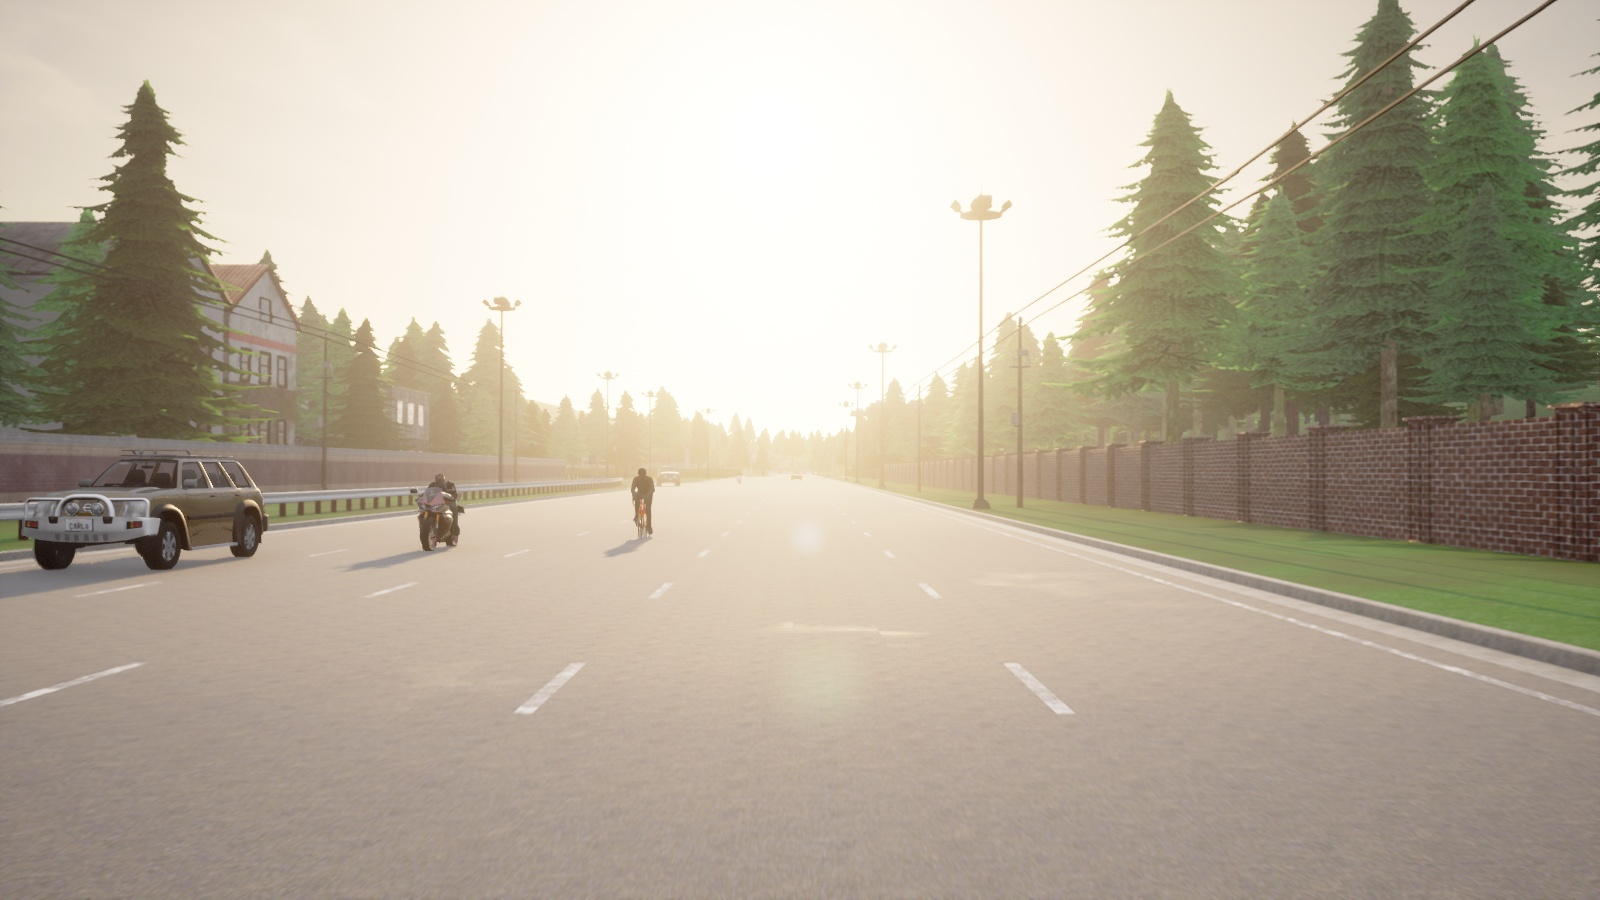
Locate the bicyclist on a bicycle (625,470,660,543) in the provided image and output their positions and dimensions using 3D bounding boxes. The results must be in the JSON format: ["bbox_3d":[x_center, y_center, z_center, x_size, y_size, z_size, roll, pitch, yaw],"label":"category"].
[{"bbox_3d":[-3.569,1.260,28.594,0.582,1.620,1.656,0,-1,0],"label":"bicyclist on a bicycle"}]

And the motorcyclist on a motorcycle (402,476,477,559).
[{"bbox_3d":[-7.060,1.291,24.704,0.866,1.530,2.191,0,-1,0],"label":"motorcyclist on a motorcycle"}]

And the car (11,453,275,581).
[{"bbox_3d":[-10.551,1.019,20.642,1.932,1.855,4.605,0,-1,0],"label":"car"}]
